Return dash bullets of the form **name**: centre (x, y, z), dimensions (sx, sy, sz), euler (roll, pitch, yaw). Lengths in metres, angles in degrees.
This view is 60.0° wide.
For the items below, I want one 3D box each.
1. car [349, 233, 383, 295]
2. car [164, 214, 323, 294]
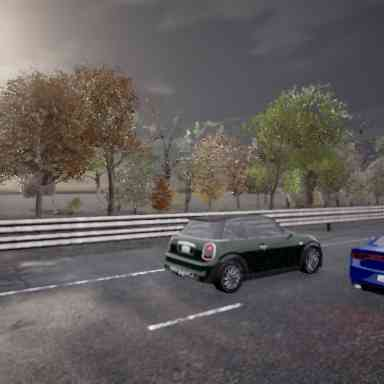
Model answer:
- **car**: centre (5.704, 1.527, 7.814), dimensions (5.008, 1.535, 1.882), euler (0, 0, -36)
- **car**: centre (1.572, 1.386, 9.146), dimensions (4.553, 1.767, 2.097), euler (0, 0, -36)
